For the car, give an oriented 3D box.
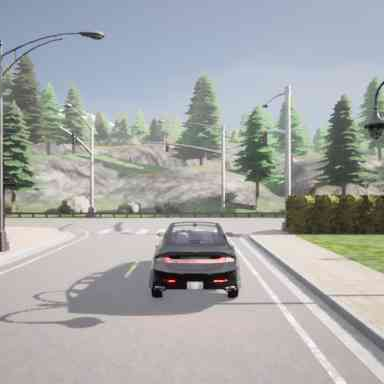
[{"bbox_3d":[0.074,1.491,8.493,2.128,1.511,4.902,0,0,0],"label":"car"}]
